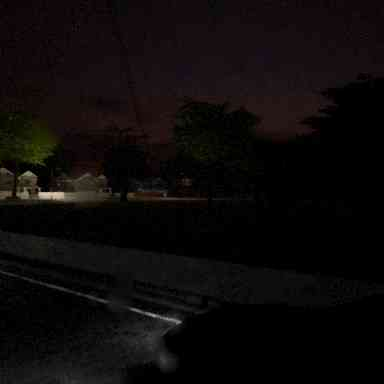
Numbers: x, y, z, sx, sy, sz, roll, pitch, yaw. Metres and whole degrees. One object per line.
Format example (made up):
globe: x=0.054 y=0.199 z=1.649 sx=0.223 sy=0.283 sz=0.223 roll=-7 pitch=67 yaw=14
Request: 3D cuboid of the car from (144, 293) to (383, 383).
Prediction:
car: x=1.748 y=1.526 z=2.437 sx=4.674 sy=1.442 sz=1.812 roll=0 pitch=0 yaw=36
